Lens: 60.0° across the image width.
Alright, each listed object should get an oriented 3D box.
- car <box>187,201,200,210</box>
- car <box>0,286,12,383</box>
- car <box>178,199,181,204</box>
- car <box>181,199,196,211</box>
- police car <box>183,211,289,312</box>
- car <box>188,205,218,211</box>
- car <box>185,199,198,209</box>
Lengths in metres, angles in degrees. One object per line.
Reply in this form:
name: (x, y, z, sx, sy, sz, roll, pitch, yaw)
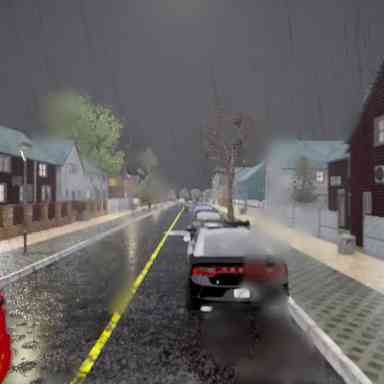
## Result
car: (0.805, 1.649, 23.941, 1.882, 1.535, 5.008, 0, 0, 0)
car: (-2.749, 1.228, 0.829, 2.150, 2.045, 5.566, 0, 0, 0)
car: (-2.830, 2.602, 92.365, 1.812, 1.442, 4.674, 0, -1, 0)
car: (-0.017, 1.872, 44.538, 2.128, 1.511, 4.902, 0, -1, 1)
police car: (0.819, 1.477, 8.050, 1.930, 1.638, 5.238, 0, 0, 0)
car: (0.810, 1.648, 17.940, 1.812, 1.442, 4.674, 0, 0, 0)
car: (-0.049, 2.038, 57.712, 2.128, 1.511, 4.902, 0, -1, 0)
